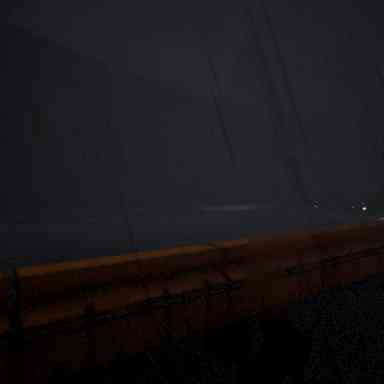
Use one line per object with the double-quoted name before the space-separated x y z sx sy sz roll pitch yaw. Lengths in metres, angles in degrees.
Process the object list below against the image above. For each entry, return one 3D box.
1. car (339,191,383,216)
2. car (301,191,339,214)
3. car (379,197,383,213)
"car" 15.930 0.915 28.904 5.566 2.045 2.150 0 0 -24
"car" 12.871 0.912 31.331 5.566 2.045 2.150 0 0 -25
"car" 16.840 1.278 25.448 4.181 1.385 1.994 0 0 -24
